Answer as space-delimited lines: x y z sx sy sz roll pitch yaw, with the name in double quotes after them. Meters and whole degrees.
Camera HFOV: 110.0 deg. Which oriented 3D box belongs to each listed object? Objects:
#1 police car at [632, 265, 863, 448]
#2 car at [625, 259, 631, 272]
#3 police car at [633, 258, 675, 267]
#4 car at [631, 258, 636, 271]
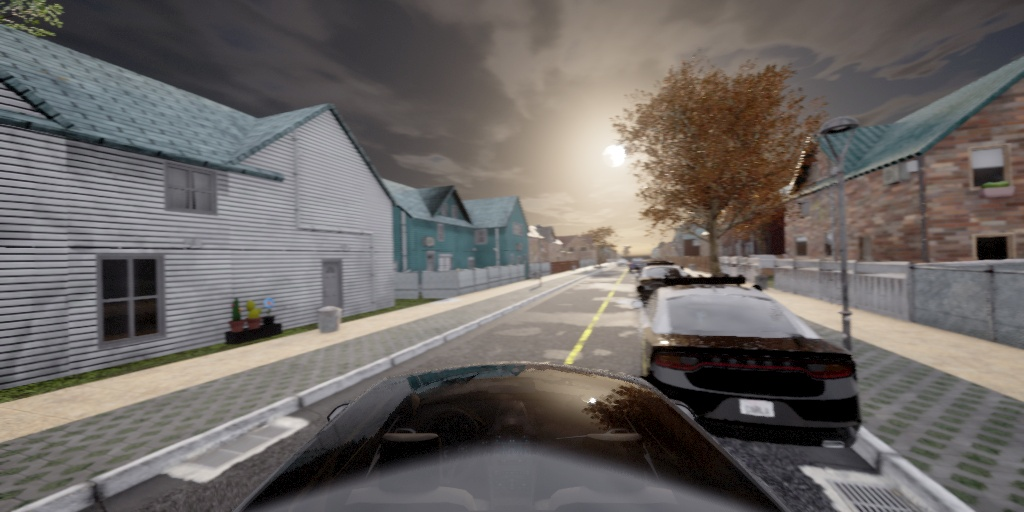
2.959 1.103 5.560 1.930 1.638 5.238 -2 0 19 "police car"
15.300 0.977 43.672 2.097 1.767 4.553 -2 -1 20 "car"
6.223 1.061 15.012 1.930 1.638 5.238 -2 0 19 "police car"
8.133 0.962 20.552 2.097 1.767 4.553 -2 0 19 "car"
